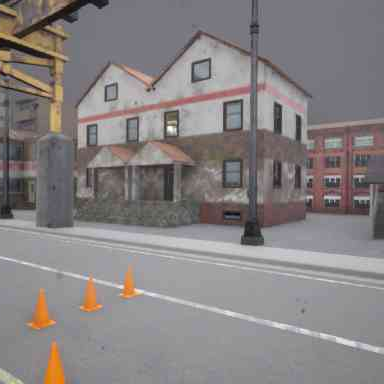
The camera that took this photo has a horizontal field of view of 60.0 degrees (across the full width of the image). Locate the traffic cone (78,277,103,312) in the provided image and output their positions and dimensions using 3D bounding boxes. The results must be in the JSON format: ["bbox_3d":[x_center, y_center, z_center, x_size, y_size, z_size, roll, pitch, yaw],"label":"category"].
[{"bbox_3d":[-1.960,1.949,6.441,0.340,0.580,0.340,0,0,36],"label":"traffic cone"}]

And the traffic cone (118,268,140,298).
[{"bbox_3d":[-1.375,1.949,7.251,0.340,0.580,0.340,0,0,36],"label":"traffic cone"}]

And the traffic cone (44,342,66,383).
[{"bbox_3d":[-1.509,1.952,3.648,0.340,0.580,0.340,0,0,36],"label":"traffic cone"}]

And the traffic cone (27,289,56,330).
[{"bbox_3d":[-2.546,1.949,5.630,0.340,0.580,0.340,0,0,36],"label":"traffic cone"}]
